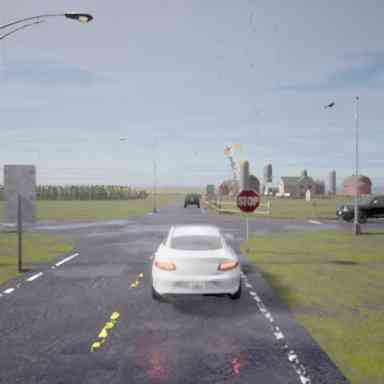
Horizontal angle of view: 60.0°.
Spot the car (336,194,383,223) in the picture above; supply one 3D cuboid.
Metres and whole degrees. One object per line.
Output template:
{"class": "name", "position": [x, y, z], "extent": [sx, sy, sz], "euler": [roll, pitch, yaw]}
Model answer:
{"class": "car", "position": [13.614, 1.176, 24.419], "extent": [5.566, 2.045, 2.150], "euler": [0, 1, -2]}

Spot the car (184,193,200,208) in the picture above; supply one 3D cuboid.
{"class": "car", "position": [0.000, 1.186, 48.516], "extent": [2.150, 2.045, 5.566], "euler": [0, 0, 0]}

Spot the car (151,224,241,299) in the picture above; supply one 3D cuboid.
{"class": "car", "position": [0.084, 1.519, 8.277], "extent": [1.812, 1.442, 4.674], "euler": [0, 0, 0]}
